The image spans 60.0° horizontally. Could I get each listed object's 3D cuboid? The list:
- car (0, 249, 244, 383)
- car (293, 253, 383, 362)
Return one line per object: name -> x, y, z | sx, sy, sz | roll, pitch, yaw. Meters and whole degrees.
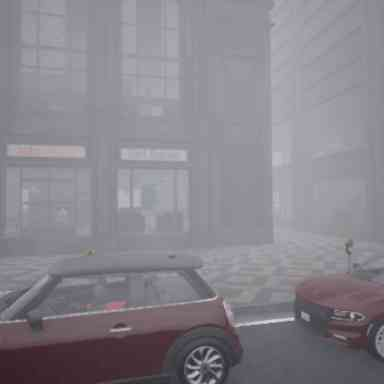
car -> -1.504, 1.636, 4.465 | 4.097, 1.590, 1.967 | 0, -2, -13
car -> 3.971, 1.696, 5.759 | 4.507, 1.381, 1.887 | 0, -2, -13
